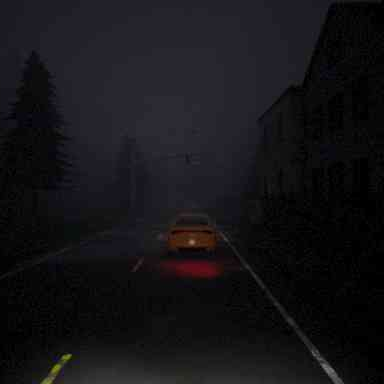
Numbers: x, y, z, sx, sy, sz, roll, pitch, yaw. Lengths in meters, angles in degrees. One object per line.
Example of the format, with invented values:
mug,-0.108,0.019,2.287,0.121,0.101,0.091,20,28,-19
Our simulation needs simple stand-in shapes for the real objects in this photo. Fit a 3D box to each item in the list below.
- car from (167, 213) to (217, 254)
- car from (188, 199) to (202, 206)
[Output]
car,0.024,1.634,14.224,1.882,1.535,5.008,0,0,0
car,0.771,2.356,75.993,1.812,1.442,4.674,0,-1,26
